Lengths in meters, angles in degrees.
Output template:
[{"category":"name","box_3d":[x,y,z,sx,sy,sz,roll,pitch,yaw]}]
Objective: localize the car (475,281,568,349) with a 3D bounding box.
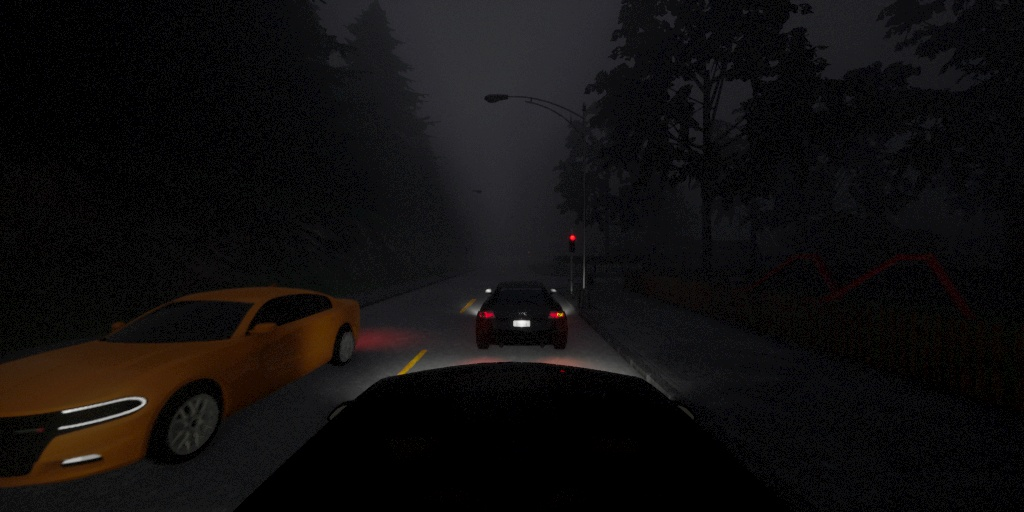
[{"category":"car","box_3d":[0.228,1.314,9.141,1.994,1.385,4.181,0,0,1]}]

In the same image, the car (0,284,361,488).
[{"category":"car","box_3d":[-4.007,1.228,5.170,1.882,1.535,5.008,0,0,1]}]
